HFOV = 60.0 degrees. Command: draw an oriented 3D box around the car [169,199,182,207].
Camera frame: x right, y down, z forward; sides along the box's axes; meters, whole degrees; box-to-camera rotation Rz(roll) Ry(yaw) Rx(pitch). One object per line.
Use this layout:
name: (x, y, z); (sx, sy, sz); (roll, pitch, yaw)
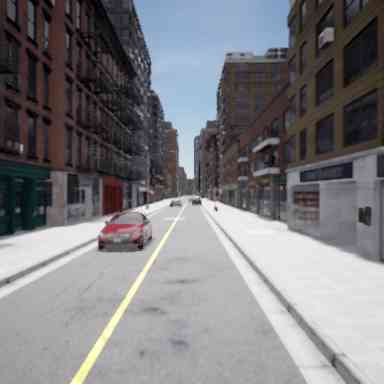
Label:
car: (-2.797, 1.913, 57.767); (1.994, 1.385, 4.181); (0, 0, 1)

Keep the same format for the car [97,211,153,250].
car: (-2.851, 1.624, 15.045); (1.812, 1.442, 4.674); (0, 0, 0)

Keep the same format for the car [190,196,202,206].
car: (0.952, 1.890, 65.050); (1.837, 1.490, 4.892); (0, 0, 0)

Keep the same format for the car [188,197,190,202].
car: (-0.005, 1.876, 83.264); (2.033, 1.411, 5.357); (0, 0, 0)
